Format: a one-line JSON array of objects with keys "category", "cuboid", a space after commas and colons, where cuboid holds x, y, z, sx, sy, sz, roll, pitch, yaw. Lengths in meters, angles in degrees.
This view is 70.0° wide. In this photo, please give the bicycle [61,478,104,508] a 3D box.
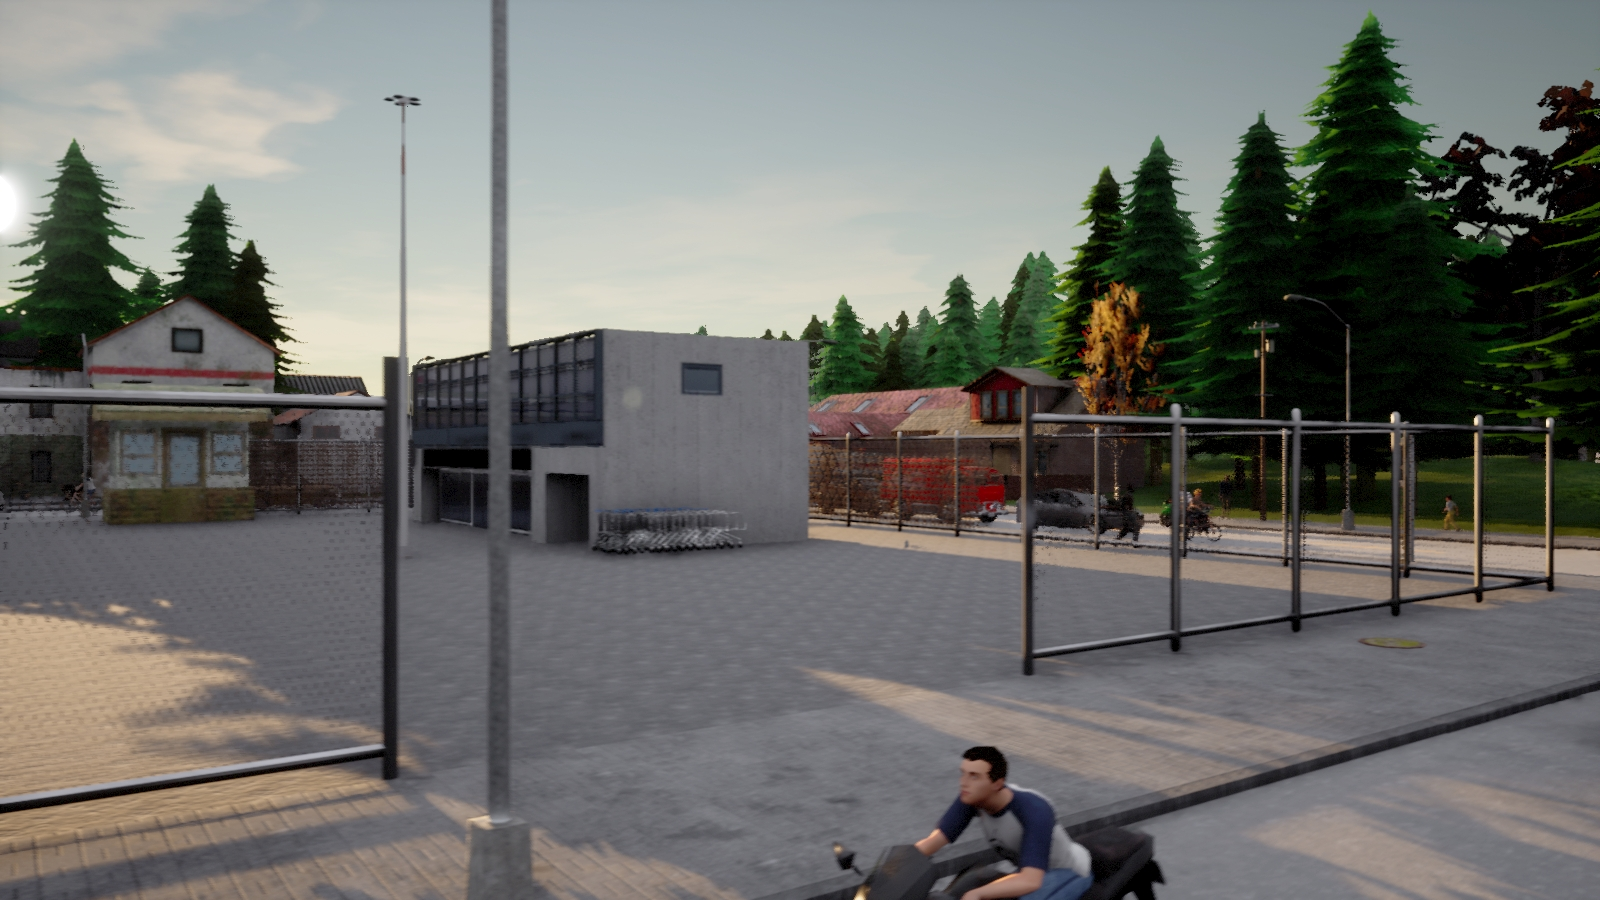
[{"category": "bicycle", "cuboid": [-32.535, 1.936, 51.826, 1.643, 1.296, 0.373, 0, 0, -35]}]

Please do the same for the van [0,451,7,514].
[{"category": "van", "cuboid": [-34.991, 1.315, 45.205, 5.915, 2.561, 1.988, 0, 0, -35]}]

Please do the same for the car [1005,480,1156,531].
[{"category": "car", "cuboid": [9.554, 1.843, 39.217, 2.163, 1.488, 4.792, 0, 0, -35]}]

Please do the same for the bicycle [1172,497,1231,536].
[{"category": "bicycle", "cuboid": [12.355, 2.036, 35.215, 0.859, 1.080, 1.487, 0, 0, -35]}]

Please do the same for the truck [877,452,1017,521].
[{"category": "truck", "cuboid": [5.674, 1.339, 44.790, 2.627, 2.467, 5.204, 0, 0, -35]}]

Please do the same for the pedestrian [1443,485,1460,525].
[{"category": "pedestrian", "cuboid": [21.556, 1.805, 37.798, 0.375, 1.300, 0.375, 0, 0, -38]}]

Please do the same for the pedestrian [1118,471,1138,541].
[{"category": "pedestrian", "cuboid": [8.884, 1.516, 30.945, 0.375, 1.860, 0.375, 0, 0, -35]}]

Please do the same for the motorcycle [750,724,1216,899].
[{"category": "motorcycle", "cuboid": [0.856, 1.993, 5.017, 2.033, 1.145, 0.803, 0, 0, -35]}]

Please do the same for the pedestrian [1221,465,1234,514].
[{"category": "pedestrian", "cuboid": [16.442, 1.524, 43.985, 0.375, 1.860, 0.375, 0, 0, 4]}]
